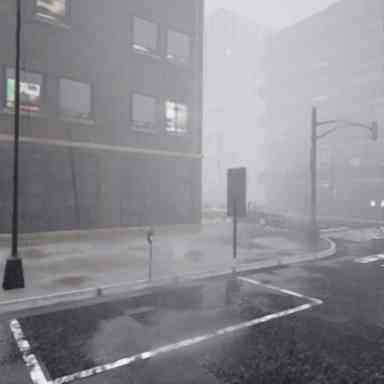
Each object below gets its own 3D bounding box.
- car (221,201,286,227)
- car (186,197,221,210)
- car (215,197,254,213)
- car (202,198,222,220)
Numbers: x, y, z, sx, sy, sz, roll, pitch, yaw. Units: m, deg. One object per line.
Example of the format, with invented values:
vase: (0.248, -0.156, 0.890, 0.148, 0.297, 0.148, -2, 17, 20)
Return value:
car: (4.407, 1.560, 22.900, 2.008, 1.369, 4.403, 2, 0, -36)
car: (1.355, 1.445, 41.307, 2.008, 1.369, 4.403, 2, 0, -36)
car: (4.639, 1.412, 36.810, 1.967, 1.590, 4.097, 2, 0, -36)
car: (1.228, 1.459, 27.261, 1.752, 1.417, 4.829, 2, 0, -36)
